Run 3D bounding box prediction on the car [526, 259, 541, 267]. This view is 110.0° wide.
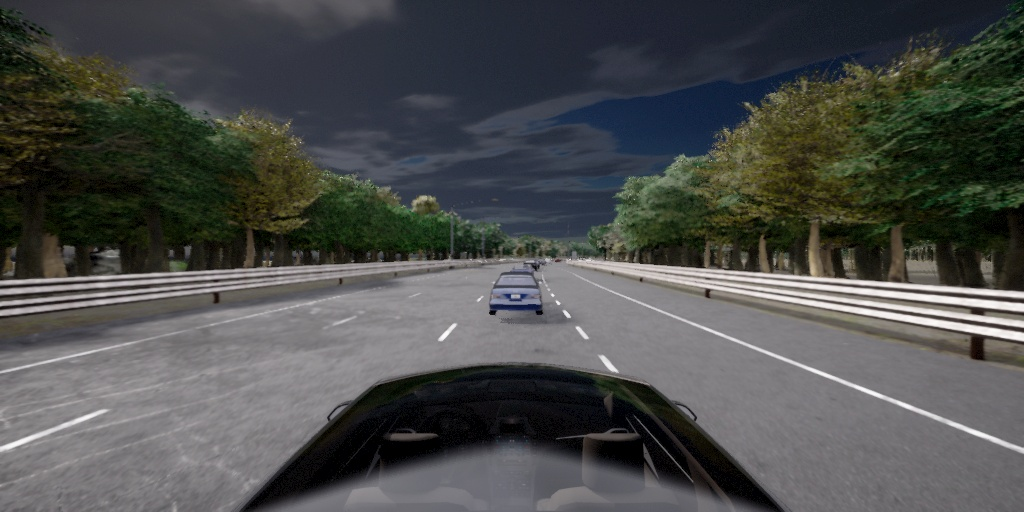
[{"bbox_3d":[2.608,1.251,50.087,1.882,1.535,5.008,0,0,6],"label":"car"}]

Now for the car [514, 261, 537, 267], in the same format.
[{"bbox_3d":[0.950,1.360,30.616,1.895,1.301,4.718,0,0,4],"label":"car"}]

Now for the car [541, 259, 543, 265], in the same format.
[{"bbox_3d":[3.709,1.322,59.584,1.812,1.442,4.674,0,0,7],"label":"car"}]

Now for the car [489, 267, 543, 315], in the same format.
[{"bbox_3d":[0.179,1.300,13.614,2.033,1.411,5.357,0,0,2],"label":"car"}]
